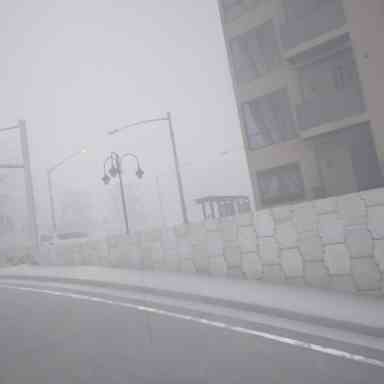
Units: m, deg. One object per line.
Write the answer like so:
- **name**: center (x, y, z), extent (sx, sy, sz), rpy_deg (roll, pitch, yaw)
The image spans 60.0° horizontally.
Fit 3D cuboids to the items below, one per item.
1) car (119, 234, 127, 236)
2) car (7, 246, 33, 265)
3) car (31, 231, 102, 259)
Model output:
- **car**: center (-7.883, 5.477, 37.486), extent (1.895, 1.301, 4.718), rpy_deg (-14, -8, 35)
- **car**: center (-13.718, 5.383, 29.549), extent (1.882, 1.535, 5.008), rpy_deg (-14, -8, 35)
- **car**: center (-10.157, 4.395, 28.299), extent (2.150, 2.045, 5.566), rpy_deg (-14, -8, 34)
